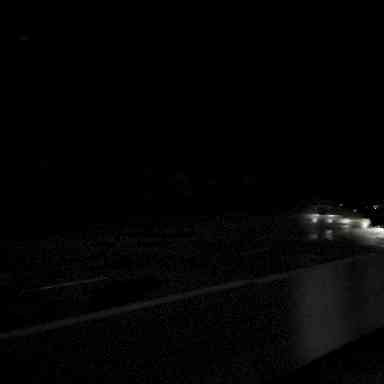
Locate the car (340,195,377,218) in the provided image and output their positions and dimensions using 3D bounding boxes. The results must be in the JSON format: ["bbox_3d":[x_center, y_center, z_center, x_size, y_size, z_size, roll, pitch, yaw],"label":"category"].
[{"bbox_3d":[15.594,1.264,31.082,2.150,2.045,5.566,0,0,33],"label":"car"}]

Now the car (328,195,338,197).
[{"bbox_3d":[29.935,1.400,70.584,1.882,1.535,5.008,-1,0,7],"label":"car"}]

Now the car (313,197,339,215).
[{"bbox_3d":[14.365,1.599,35.723,1.812,1.442,4.674,0,0,31],"label":"car"}]

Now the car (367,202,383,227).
[{"bbox_3d":[13.345,1.577,22.140,1.994,1.385,4.181,0,0,38],"label":"car"}]
